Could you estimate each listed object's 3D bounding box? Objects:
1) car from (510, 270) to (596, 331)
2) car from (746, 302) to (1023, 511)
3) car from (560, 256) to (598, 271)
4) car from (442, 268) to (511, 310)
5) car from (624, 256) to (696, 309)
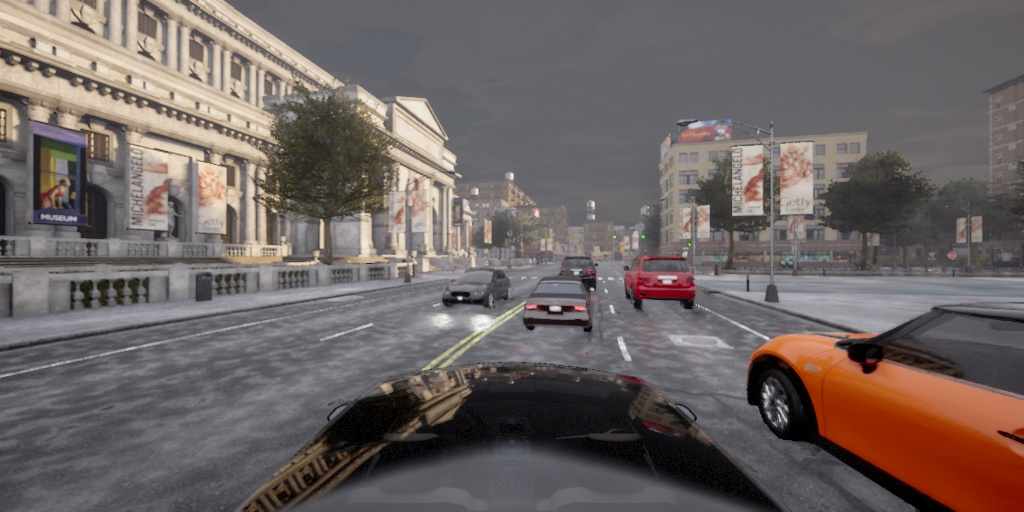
[{"bbox_3d":[1.554,1.326,11.149,2.033,1.411,5.357,0,0,12],"label":"car"},{"bbox_3d":[3.877,1.105,2.503,2.097,1.767,4.553,0,0,1],"label":"car"},{"bbox_3d":[4.278,1.037,22.912,2.150,2.045,5.566,0,0,13],"label":"car"},{"bbox_3d":[-1.298,1.295,15.224,1.837,1.490,4.892,0,-1,14],"label":"car"},{"bbox_3d":[6.144,1.015,15.409,2.150,2.045,5.566,0,0,13],"label":"car"}]
